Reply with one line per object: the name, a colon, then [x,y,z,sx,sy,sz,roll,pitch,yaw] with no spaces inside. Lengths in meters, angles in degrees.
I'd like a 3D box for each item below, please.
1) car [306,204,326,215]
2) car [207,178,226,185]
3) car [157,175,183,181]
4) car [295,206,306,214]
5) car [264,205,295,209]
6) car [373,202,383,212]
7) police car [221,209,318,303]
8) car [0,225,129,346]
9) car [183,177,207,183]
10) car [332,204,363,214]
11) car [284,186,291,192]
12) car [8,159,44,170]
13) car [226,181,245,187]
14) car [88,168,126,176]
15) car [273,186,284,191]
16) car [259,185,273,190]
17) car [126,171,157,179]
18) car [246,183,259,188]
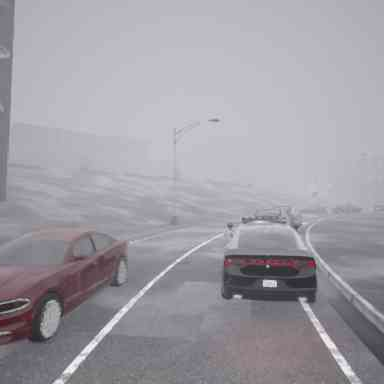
car: [15.761,2.266,43.258,4.181,1.385,1.994,1,-4,-44]
car: [3.777,-1.819,63.869,4.553,1.767,2.185,4,-6,-42]
car: [-4.449,-2.189,56.466,4.674,1.452,2.002,3,-5,-40]
car: [6.401,1.680,22.943,1.837,1.490,4.892,-2,-1,25]
car: [4.229,1.613,17.642,1.837,1.490,4.892,-1,-1,19]
car: [28.557,2.274,49.318,4.674,1.442,1.812,1,-4,-38]
police car: [1.839,1.452,8.516,1.930,1.638,5.238,-1,0,10]
car: [-2.847,1.528,6.818,1.882,1.535,5.008,-1,-1,8]
car: [-0.287,-1.964,60.129,5.008,1.535,2.097,4,-5,-41]
car: [19.698,2.148,42.053,4.718,1.301,1.895,1,-4,-40]
car: [23.052,-0.422,83.999,2.435,2.045,5.566,-4,-6,41]
car: [-21.475,-3.263,42.560,4.553,1.767,2.185,3,-5,-39]
car: [7.899,-1.377,67.825,4.792,1.488,2.163,4,-6,-44]
car: [-12.972,-2.710,49.425,4.892,1.521,2.231,3,-5,-39]
car: [19.344,-0.644,79.793,2.185,1.767,4.553,-4,-6,42]
car: [15.543,-0.839,75.634,2.231,1.521,4.892,-4,-6,44]
car: [-8.689,-2.482,52.899,4.892,1.521,2.231,3,-5,-39]
car: [11.797,-1.085,71.722,2.002,1.452,4.674,-4,-6,45]
